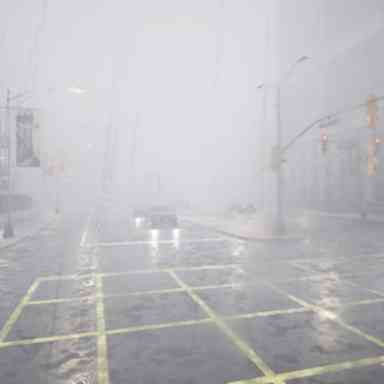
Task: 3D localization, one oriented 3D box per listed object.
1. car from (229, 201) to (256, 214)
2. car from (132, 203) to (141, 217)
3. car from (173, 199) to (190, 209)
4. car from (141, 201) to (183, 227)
[{"bbox_3d":[5.819,1.734,38.520,1.812,1.442,4.674,0,0,-16],"label":"car"},{"bbox_3d":[-5.088,1.820,34.371,1.994,1.385,4.181,0,0,-15],"label":"car"},{"bbox_3d":[-2.101,1.838,51.661,2.128,1.511,4.902,0,0,-28],"label":"car"},{"bbox_3d":[-2.351,1.681,24.665,1.837,1.490,4.892,0,0,-16],"label":"car"}]
